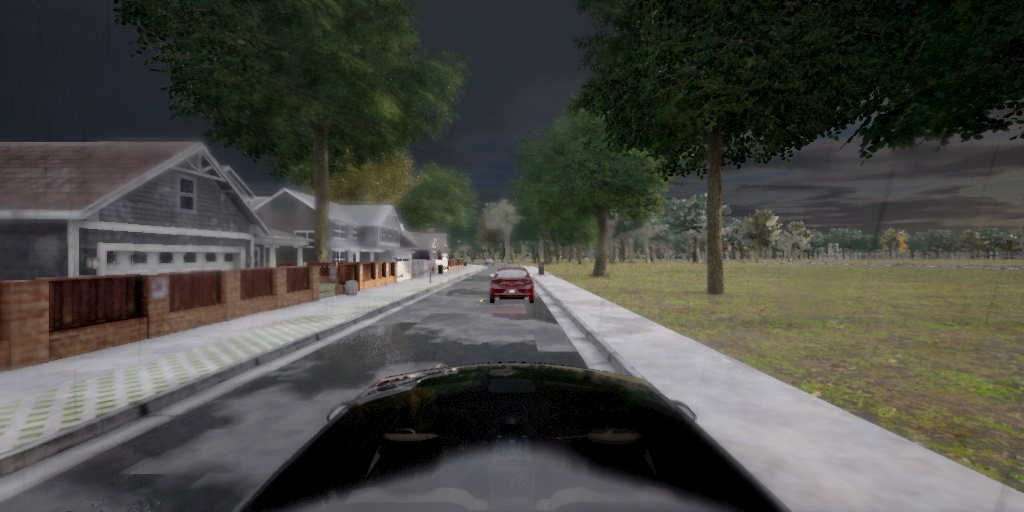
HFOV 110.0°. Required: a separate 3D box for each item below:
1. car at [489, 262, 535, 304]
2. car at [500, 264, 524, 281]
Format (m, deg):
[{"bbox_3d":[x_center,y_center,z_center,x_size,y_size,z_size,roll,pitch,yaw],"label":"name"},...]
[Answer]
[{"bbox_3d":[0.000,1.236,16.500,1.882,1.535,5.008,0,0,0],"label":"car"},{"bbox_3d":[0.000,1.379,31.531,1.895,1.301,4.718,0,0,0],"label":"car"}]
